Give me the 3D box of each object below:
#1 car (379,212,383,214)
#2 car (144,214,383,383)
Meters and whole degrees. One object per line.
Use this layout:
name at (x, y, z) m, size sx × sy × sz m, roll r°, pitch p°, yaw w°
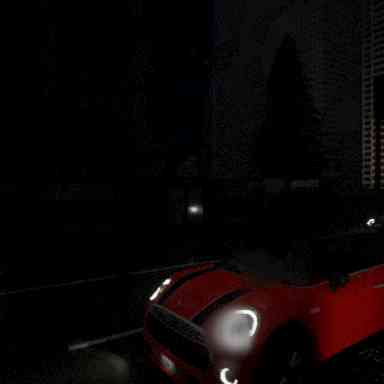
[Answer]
car at (9.980, 1.357, 15.302) m, size 4.553 × 1.767 × 2.097 m, roll 0°, pitch 0°, yaw -35°
car at (1.558, 1.353, 5.070) m, size 4.553 × 1.767 × 2.097 m, roll 0°, pitch 0°, yaw -35°
